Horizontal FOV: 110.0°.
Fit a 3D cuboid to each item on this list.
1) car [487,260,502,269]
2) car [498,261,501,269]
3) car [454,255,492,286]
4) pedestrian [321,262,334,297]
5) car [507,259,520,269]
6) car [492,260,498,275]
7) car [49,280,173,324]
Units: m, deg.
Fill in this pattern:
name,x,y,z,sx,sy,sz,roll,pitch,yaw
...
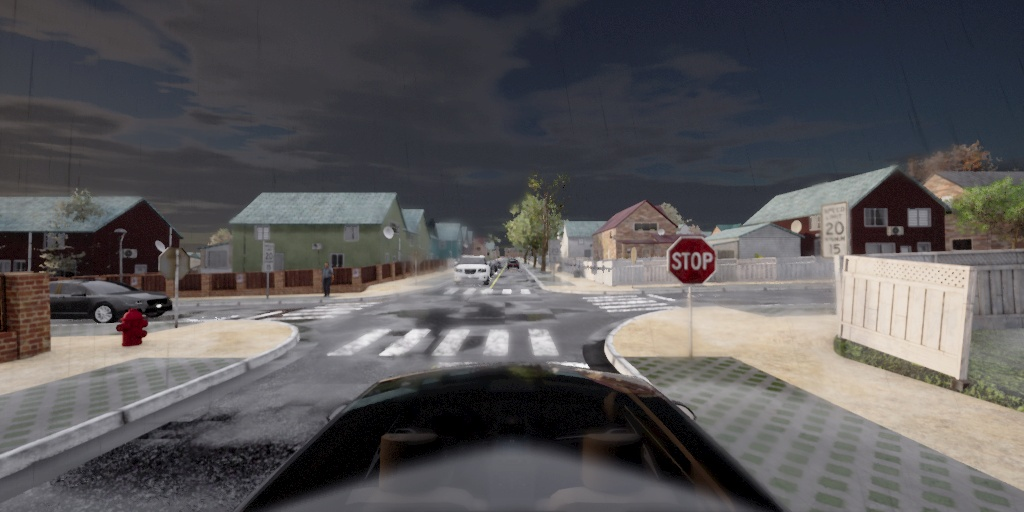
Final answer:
name,x,y,z,sx,sy,sz,roll,pitch,yaw
car,-2.711,1.303,55.950,1.994,1.385,4.181,0,0,1
car,-2.764,1.221,46.034,1.882,1.535,5.008,0,0,0
car,-2.742,0.973,25.548,2.150,2.045,5.566,0,0,-2
pedestrian,-9.662,1.209,18.654,0.375,1.860,0.375,0,0,0
car,0.200,1.242,57.768,1.837,1.490,4.892,0,0,0
car,-2.786,1.239,35.914,2.128,1.511,4.902,0,0,0
car,-15.004,1.599,12.766,4.892,1.490,1.837,-2,-1,0
